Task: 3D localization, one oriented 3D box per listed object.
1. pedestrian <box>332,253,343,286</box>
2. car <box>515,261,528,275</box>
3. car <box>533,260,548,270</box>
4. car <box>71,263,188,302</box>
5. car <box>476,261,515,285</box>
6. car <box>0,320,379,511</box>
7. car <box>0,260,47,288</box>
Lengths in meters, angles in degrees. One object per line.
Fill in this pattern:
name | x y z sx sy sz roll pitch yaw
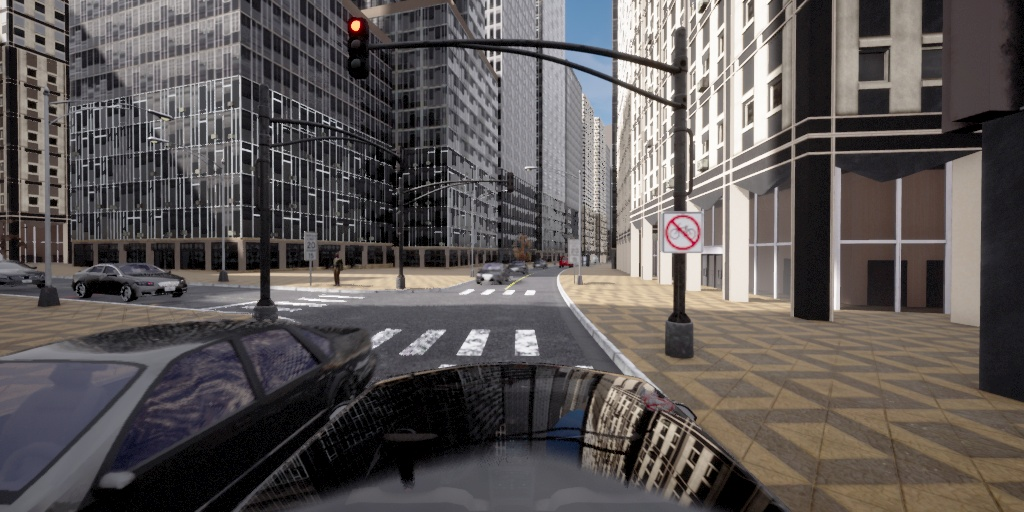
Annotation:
pedestrian | -9.518 0.716 19.477 0.375 1.860 0.375 0 0 16
car | 0.713 1.324 40.592 2.128 1.511 4.902 0 0 10
car | 4.651 1.424 58.927 2.128 1.511 4.902 0 0 15
car | -16.366 1.043 15.381 4.902 1.511 2.128 1 1 16
car | -1.342 1.270 26.341 2.128 1.511 4.902 0 0 7
car | -2.799 1.297 2.722 2.033 1.411 5.357 0 0 1
car | -25.926 0.941 18.180 4.674 1.442 1.812 1 1 17
